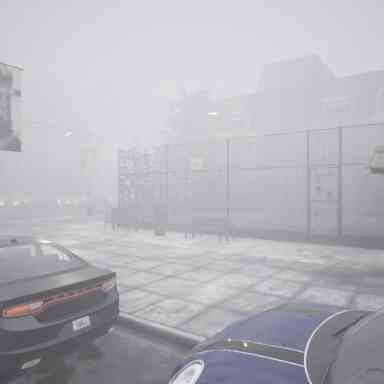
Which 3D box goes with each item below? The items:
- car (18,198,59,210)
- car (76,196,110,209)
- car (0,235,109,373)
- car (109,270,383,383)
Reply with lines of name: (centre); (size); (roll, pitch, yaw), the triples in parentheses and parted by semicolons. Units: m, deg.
car: (-19.353, 1.503, 42.128); (1.837, 1.490, 4.892); (0, 0, 35)
car: (-13.246, 1.351, 44.735); (2.097, 1.767, 4.553); (0, 0, 35)
car: (-3.394, 1.480, 5.556); (5.008, 1.535, 2.097); (0, 0, 35)
car: (1.917, 1.354, 1.937); (4.553, 1.767, 2.185); (0, 0, 35)
